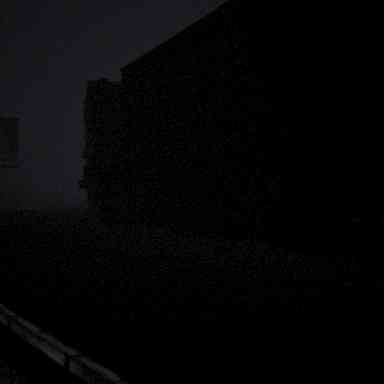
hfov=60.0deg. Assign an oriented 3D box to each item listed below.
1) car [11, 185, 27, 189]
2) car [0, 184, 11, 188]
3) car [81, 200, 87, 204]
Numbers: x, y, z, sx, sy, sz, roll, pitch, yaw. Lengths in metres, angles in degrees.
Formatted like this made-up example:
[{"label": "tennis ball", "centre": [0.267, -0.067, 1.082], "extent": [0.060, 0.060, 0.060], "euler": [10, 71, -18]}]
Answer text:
[{"label": "car", "centre": [-44.132, -1.016, 82.420], "extent": [2.002, 1.452, 4.674], "euler": [-4, -3, 12]}, {"label": "car", "centre": [-45.288, -1.233, 77.028], "extent": [2.163, 1.488, 4.792], "euler": [-4, -3, 13]}, {"label": "car", "centre": [-21.855, 1.924, 71.821], "extent": [1.895, 1.301, 4.718], "euler": [-5, -2, 19]}]
